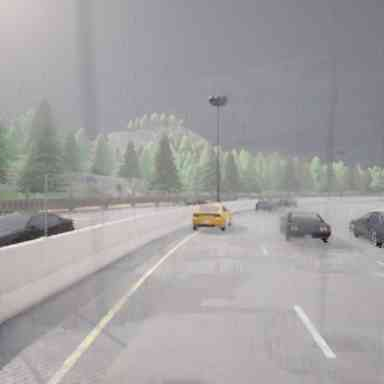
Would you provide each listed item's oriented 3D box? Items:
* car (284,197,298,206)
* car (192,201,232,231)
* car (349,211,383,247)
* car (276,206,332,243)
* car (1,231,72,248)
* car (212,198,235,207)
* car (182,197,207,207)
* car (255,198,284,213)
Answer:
[{"bbox_3d":[13.959,1.553,48.579,1.837,1.490,4.892,0,0,34],"label":"car"},{"bbox_3d":[1.345,1.486,20.901,1.882,1.535,5.008,0,0,13],"label":"car"},{"bbox_3d":[8.634,1.573,14.850,2.033,1.411,5.357,0,0,11],"label":"car"},{"bbox_3d":[5.419,1.619,16.450,1.895,1.301,4.718,0,0,11],"label":"car"},{"bbox_3d":[-6.107,1.464,11.908,1.882,1.535,5.008,0,0,8],"label":"car"},{"bbox_3d":[5.184,1.626,54.078,1.895,1.301,4.718,0,0,32],"label":"car"},{"bbox_3d":[0.410,1.519,52.837,1.837,1.490,4.892,0,-1,30],"label":"car"},{"bbox_3d":[8.710,1.523,38.423,2.128,1.511,4.902,0,0,26],"label":"car"}]
